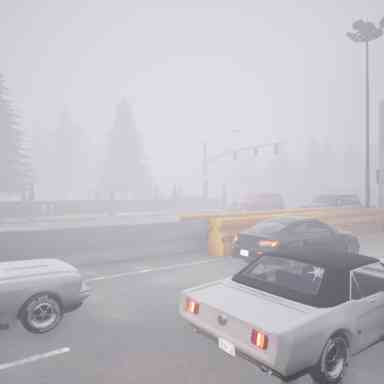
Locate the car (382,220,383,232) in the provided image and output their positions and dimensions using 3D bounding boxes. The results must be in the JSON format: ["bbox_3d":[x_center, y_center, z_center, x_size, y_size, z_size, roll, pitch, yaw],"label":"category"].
[{"bbox_3d":[10.695,1.406,15.604,4.674,1.442,1.812,-1,0,-36],"label":"car"}]

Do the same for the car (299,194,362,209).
[{"bbox_3d":[9.921,1.178,23.708,5.566,2.045,2.150,-1,0,-35],"label":"car"}]

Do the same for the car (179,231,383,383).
[{"bbox_3d":[2.237,1.576,5.323,4.718,1.301,1.895,-1,0,-35],"label":"car"}]

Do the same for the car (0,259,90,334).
[{"bbox_3d":[-4.115,1.601,5.110,4.718,1.301,1.895,0,0,-35],"label":"car"}]

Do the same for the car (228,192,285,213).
[{"bbox_3d":[5.772,1.057,29.350,5.566,2.045,2.150,0,0,-35],"label":"car"}]

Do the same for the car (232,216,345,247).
[{"bbox_3d":[3.306,1.473,10.364,4.674,1.442,1.812,-1,0,-35],"label":"car"}]
